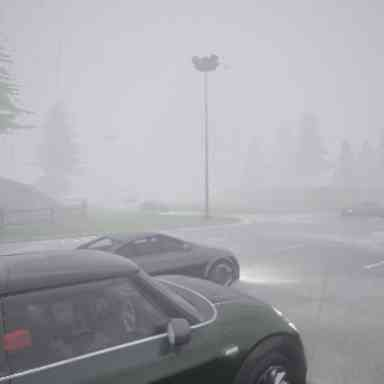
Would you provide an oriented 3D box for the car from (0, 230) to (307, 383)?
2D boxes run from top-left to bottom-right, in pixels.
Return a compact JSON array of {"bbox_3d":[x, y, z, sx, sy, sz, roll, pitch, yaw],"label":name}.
[{"bbox_3d":[-1.014,1.347,3.023,4.553,1.767,2.097,0,0,-35],"label":"car"}]

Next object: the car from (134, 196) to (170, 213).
[{"bbox_3d":[-4.055,1.445,35.479,1.994,1.385,4.181,-1,0,-37],"label":"car"}]

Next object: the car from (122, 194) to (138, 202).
[{"bbox_3d":[-9.271,1.048,50.860,1.882,1.535,5.008,0,0,1],"label":"car"}]

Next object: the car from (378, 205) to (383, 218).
[{"bbox_3d":[15.233,1.365,23.206,4.181,1.385,1.994,0,0,-35],"label":"car"}]

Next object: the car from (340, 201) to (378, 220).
[{"bbox_3d":[13.575,1.364,26.319,4.181,1.385,1.994,0,0,-35],"label":"car"}]

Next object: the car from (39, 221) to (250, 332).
[{"bbox_3d":[-0.931,1.541,7.379,4.181,1.385,1.994,-1,0,-35],"label":"car"}]
